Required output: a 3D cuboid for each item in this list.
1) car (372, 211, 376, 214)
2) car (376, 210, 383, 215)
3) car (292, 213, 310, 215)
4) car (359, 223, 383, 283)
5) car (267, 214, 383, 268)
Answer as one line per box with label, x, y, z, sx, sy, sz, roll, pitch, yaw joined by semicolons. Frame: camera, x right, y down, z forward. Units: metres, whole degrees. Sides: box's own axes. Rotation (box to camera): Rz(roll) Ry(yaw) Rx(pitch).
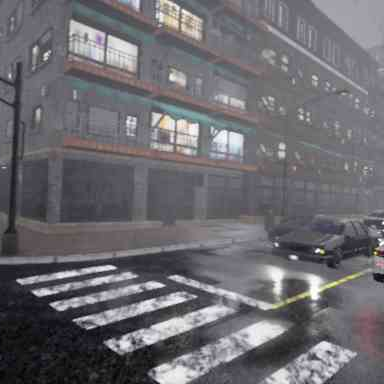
car;13.708;1.980;23.615;4.313;1.339;1.947;2;1;-43
car;12.533;1.715;18.956;4.553;1.767;2.097;3;-1;-43
car;5.375;1.703;15.947;4.313;1.339;1.947;2;1;-43
car;6.394;1.663;8.929;4.674;1.442;1.812;2;0;-43
car;5.025;1.657;11.899;5.357;1.411;2.033;2;0;-43
